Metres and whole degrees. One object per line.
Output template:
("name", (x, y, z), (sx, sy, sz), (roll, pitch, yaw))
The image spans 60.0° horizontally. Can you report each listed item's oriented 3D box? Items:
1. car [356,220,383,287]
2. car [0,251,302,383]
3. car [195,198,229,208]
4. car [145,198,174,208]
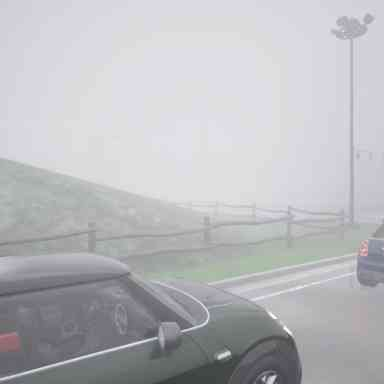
("car", (6.065, 1.352, 8.119), (4.553, 1.767, 2.097), (0, 0, -35))
("car", (-1.082, 1.352, 2.975), (4.553, 1.767, 2.097), (0, 0, -35))
("car", (2.894, 1.601, 48.997), (4.718, 1.301, 1.895), (0, 0, 26))
("car", (-4.709, 1.564, 48.168), (4.181, 1.385, 1.994), (0, 0, 19))
